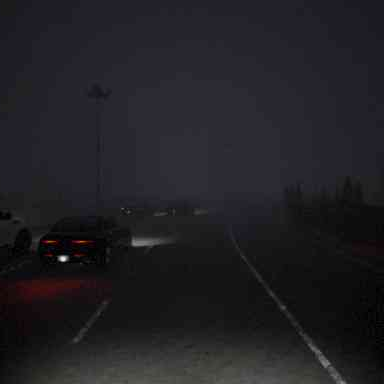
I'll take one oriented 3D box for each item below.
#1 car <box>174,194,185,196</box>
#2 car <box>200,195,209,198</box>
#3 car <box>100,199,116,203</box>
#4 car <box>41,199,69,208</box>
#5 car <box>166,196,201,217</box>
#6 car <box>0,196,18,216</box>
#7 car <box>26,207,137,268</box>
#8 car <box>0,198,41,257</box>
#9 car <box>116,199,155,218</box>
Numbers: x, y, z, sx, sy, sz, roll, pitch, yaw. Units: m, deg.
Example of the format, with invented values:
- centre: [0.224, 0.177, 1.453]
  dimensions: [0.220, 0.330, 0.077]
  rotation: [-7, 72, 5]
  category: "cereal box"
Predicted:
- centre: [-2.901, 1.273, 69.737]
  dimensions: [2.097, 1.767, 4.553]
  rotation: [0, 0, 34]
  category: "car"
- centre: [2.581, 1.434, 71.403]
  dimensions: [1.994, 1.385, 4.181]
  rotation: [0, 0, 34]
  category: "car"
- centre: [-9.642, 1.492, 39.529]
  dimensions: [2.033, 1.411, 5.357]
  rotation: [0, 0, 17]
  category: "car"
- centre: [-14.643, 1.454, 34.149]
  dimensions: [2.128, 1.511, 4.902]
  rotation: [0, 0, 14]
  category: "car"
- centre: [-0.958, 1.425, 30.489]
  dimensions: [2.128, 1.511, 4.902]
  rotation: [0, 0, 13]
  category: "car"
- centre: [-18.847, 1.325, 31.148]
  dimensions: [2.097, 1.767, 4.553]
  rotation: [0, 0, 12]
  category: "car"
- centre: [-3.326, 1.488, 11.163]
  dimensions: [1.837, 1.490, 4.892]
  rotation: [0, 0, 1]
  category: "car"
- centre: [-6.869, 1.208, 9.689]
  dimensions: [2.150, 2.045, 5.566]
  rotation: [0, 0, 1]
  category: "car"
- centre: [-4.740, 1.470, 29.582]
  dimensions: [1.812, 1.442, 4.674]
  rotation: [0, 0, 12]
  category: "car"
